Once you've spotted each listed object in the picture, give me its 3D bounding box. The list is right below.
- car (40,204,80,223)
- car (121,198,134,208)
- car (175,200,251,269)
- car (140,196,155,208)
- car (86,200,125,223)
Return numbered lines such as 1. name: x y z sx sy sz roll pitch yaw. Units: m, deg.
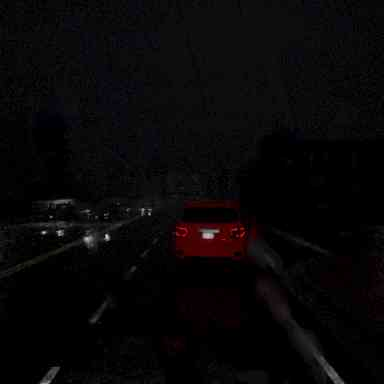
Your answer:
1. car: -10.595 1.693 26.994 1.994 1.385 4.181 0 0 0
2. car: -10.519 1.760 53.059 1.837 1.490 4.892 0 -1 0
3. car: 0.896 1.279 11.664 2.150 2.045 5.566 0 0 10
4. car: -7.019 1.746 53.058 2.128 1.511 4.902 0 0 0
5. car: -7.096 1.635 27.125 1.837 1.490 4.892 0 0 0
